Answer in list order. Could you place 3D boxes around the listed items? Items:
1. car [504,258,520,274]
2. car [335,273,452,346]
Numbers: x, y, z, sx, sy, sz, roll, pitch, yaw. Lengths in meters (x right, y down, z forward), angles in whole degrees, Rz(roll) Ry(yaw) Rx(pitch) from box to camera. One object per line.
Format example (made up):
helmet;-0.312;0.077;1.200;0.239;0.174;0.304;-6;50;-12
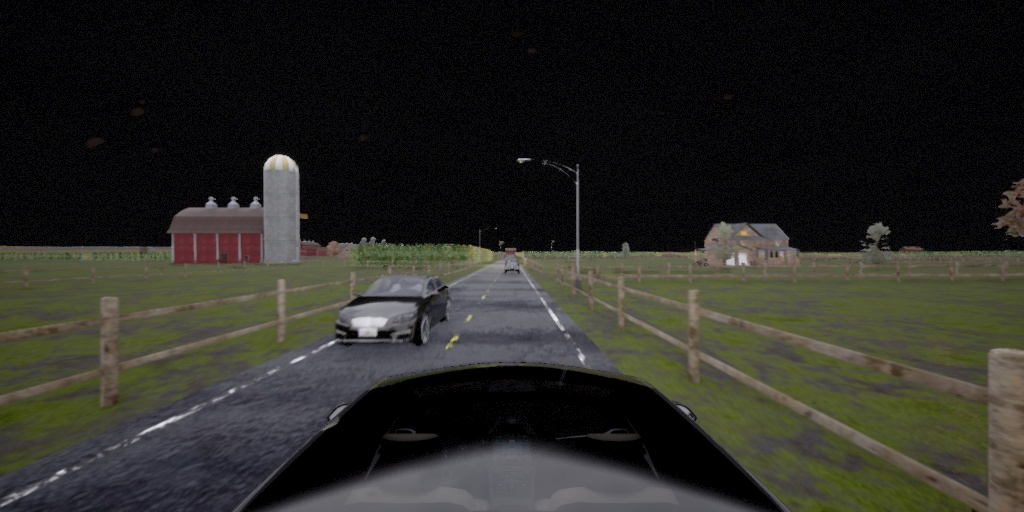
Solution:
car;0.009;1.262;40.864;2.033;1.411;5.357;0;0;0
car;-2.819;1.238;9.499;2.128;1.511;4.902;0;0;0
